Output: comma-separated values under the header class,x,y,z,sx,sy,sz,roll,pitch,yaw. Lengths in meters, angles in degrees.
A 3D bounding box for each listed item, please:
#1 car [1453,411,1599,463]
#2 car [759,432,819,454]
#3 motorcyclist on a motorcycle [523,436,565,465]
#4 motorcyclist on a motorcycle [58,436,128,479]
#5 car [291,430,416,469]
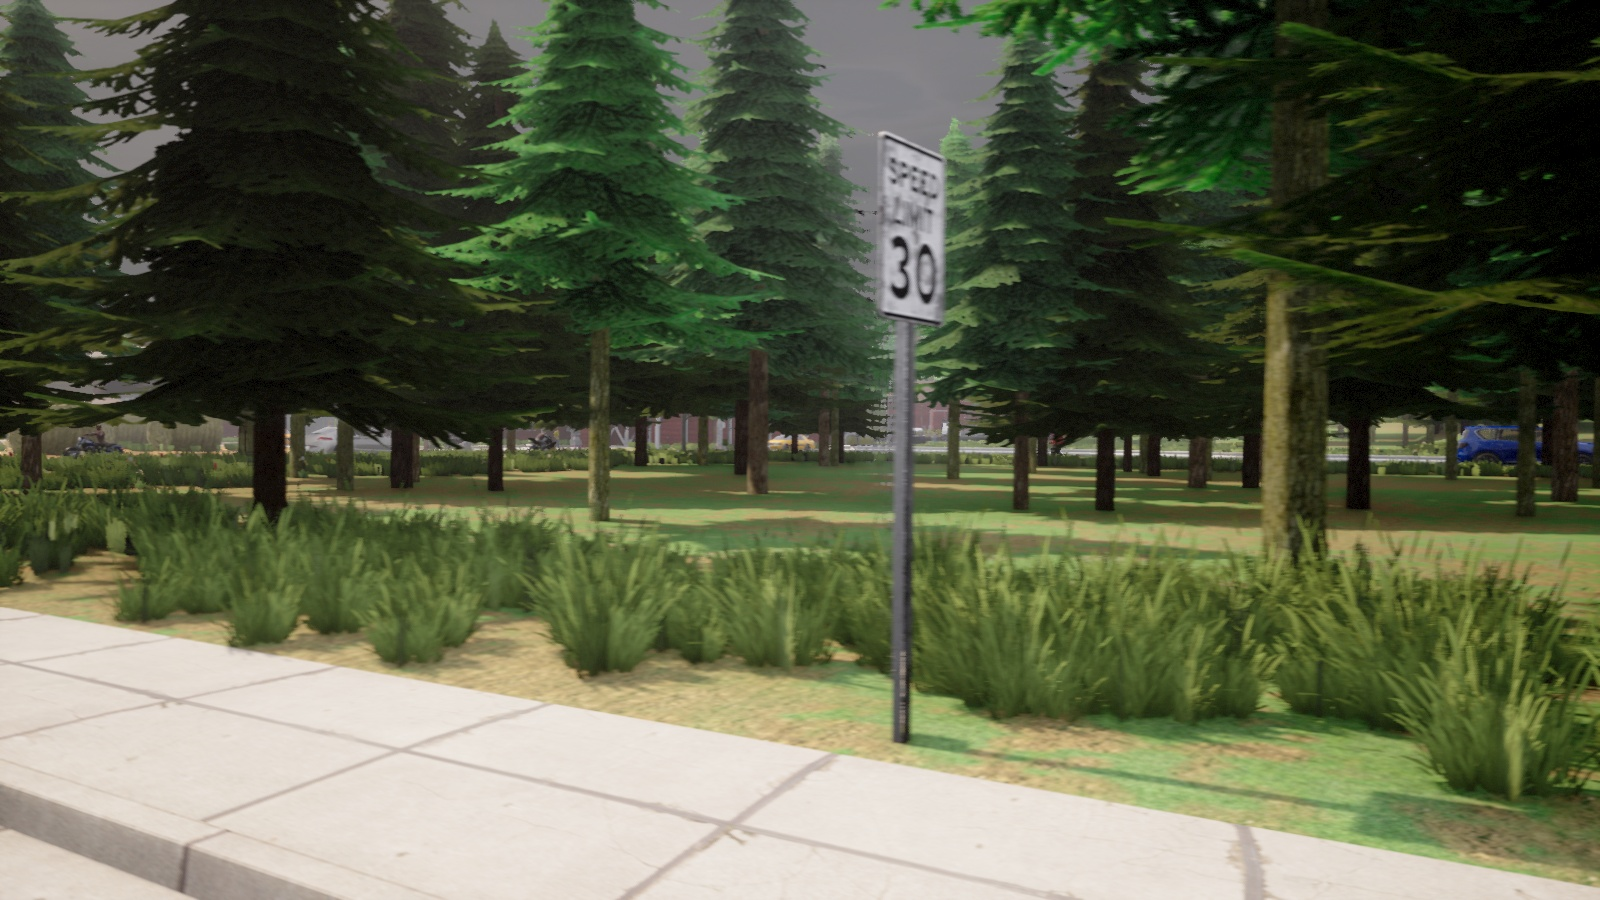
class,x,y,z,sx,sy,sz,roll,pitch,yaw
car,30.171,-0.530,51.810,5.566,2.045,2.150,0,1,33
car,-0.772,-0.568,93.255,1.801,1.575,5.366,0,1,32
motorcyclist on a motorcycle,-13.556,0.007,66.621,0.866,1.530,2.191,0,1,32
motorcyclist on a motorcycle,-28.194,0.280,50.120,0.766,1.649,2.350,0,1,32
car,-20.001,-0.052,56.485,2.152,1.651,5.027,0,1,32
